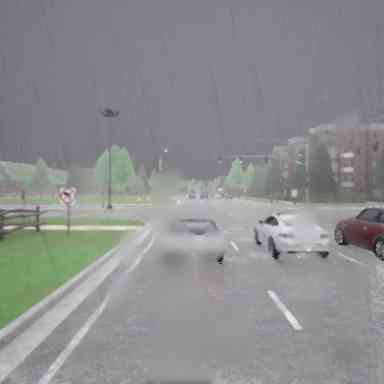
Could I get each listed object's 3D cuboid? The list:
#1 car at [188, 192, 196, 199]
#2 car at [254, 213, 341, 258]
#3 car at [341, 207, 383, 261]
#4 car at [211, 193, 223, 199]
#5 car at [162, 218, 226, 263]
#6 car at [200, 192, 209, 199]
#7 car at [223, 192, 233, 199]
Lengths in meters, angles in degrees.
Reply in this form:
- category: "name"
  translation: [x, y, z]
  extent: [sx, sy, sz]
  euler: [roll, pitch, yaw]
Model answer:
- category: "car"
  translation: [-0.016, 1.279, 93.371]
  extent: [1.882, 1.535, 5.008]
  euler: [0, 0, 0]
- category: "car"
  translation: [3.579, 1.499, 12.461]
  extent: [1.812, 1.442, 4.674]
  euler: [0, 0, 0]
- category: "car"
  translation: [7.077, 1.326, 12.237]
  extent: [2.097, 1.767, 4.553]
  euler: [0, 0, 0]
- category: "car"
  translation: [6.983, 1.325, 93.791]
  extent: [1.812, 1.442, 4.674]
  euler: [0, 0, 0]
- category: "car"
  translation: [0.076, 1.576, 11.823]
  extent: [1.895, 1.301, 4.718]
  euler: [0, 0, 0]
- category: "car"
  translation: [3.484, 1.026, 93.402]
  extent: [2.150, 2.045, 5.566]
  euler: [0, 0, 0]
- category: "car"
  translation: [10.483, 1.396, 93.822]
  extent: [1.895, 1.301, 4.718]
  euler: [0, 0, 0]
